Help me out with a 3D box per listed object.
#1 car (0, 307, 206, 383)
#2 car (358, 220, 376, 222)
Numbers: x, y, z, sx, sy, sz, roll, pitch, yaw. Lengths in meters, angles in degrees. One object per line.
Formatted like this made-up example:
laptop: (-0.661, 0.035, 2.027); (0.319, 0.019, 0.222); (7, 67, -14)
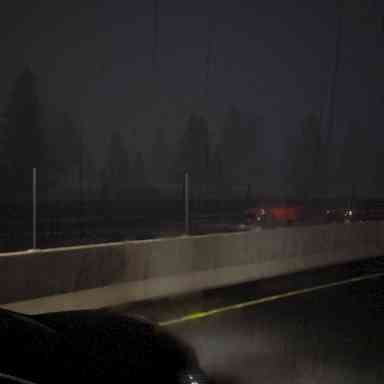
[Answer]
car: (-2.116, 1.495, 2.095); (4.892, 1.490, 1.837); (0, 0, -35)
car: (11.104, 1.492, 17.847); (4.674, 1.442, 1.812); (0, 0, -24)
